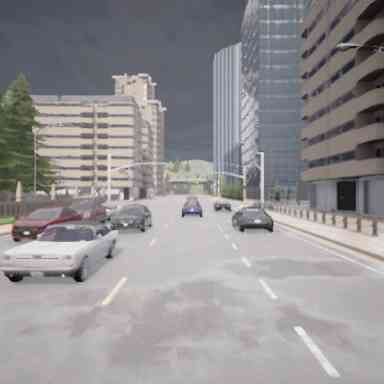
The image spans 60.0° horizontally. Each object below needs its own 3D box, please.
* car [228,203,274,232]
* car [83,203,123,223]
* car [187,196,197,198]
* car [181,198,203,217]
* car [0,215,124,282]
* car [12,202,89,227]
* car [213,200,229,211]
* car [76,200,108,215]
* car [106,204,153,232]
[{"bbox_3d":[3.600,1.566,20.246,1.994,1.385,4.181,0,0,0],"label":"car"},{"bbox_3d":[-7.001,1.604,26.684,1.895,1.301,4.718,0,0,0],"label":"car"},{"bbox_3d":[0.013,1.356,44.042,2.097,1.767,4.553,0,0,-1],"label":"car"},{"bbox_3d":[0.023,1.567,31.784,1.994,1.385,4.181,0,0,1],"label":"car"},{"bbox_3d":[-3.579,1.602,9.914,1.895,1.301,4.718,0,0,0],"label":"car"},{"bbox_3d":[-7.043,1.480,16.697,1.882,1.535,5.008,0,0,0],"label":"car"},{"bbox_3d":[3.582,1.604,40.004,1.895,1.301,4.718,0,0,0],"label":"car"},{"bbox_3d":[-7.001,1.361,21.570,2.097,1.767,4.553,0,0,0],"label":"car"},{"bbox_3d":[-3.507,1.507,20.124,1.837,1.490,4.892,0,0,0],"label":"car"}]
